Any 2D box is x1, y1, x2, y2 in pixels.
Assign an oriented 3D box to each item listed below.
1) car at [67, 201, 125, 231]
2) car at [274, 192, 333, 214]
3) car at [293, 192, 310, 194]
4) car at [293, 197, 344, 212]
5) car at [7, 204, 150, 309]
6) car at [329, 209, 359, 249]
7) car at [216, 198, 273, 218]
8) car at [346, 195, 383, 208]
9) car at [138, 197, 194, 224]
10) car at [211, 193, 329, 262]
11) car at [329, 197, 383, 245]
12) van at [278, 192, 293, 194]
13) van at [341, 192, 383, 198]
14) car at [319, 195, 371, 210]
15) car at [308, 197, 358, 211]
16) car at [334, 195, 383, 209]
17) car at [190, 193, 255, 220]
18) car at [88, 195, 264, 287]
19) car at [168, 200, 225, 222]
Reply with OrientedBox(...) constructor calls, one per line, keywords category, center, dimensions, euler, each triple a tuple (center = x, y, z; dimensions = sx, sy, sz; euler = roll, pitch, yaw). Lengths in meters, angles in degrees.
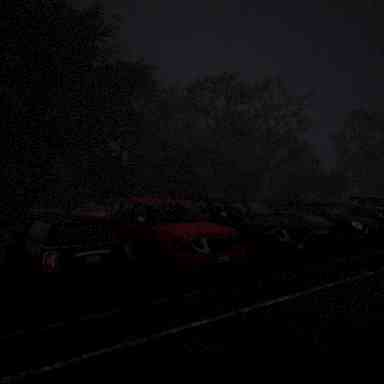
OrientedBox(category="car", center=(-6.435, 1.436, 21.776), dimensions=(1.946, 1.575, 5.366), euler=(0, 0, -36))
OrientedBox(category="car", center=(11.534, 1.070, 34.823), dimensions=(2.435, 2.045, 5.566), euler=(-1, 0, -36))
OrientedBox(category="car", center=(9.242, 1.089, 33.253), dimensions=(2.435, 2.045, 5.566), euler=(0, 0, -36))
OrientedBox(category="car", center=(13.759, 1.330, 36.485), dimensions=(2.163, 1.488, 4.792), euler=(-1, 0, -36))
OrientedBox(category="car", center=(-3.151, 1.339, 8.233), dimensions=(2.185, 1.767, 4.553), euler=(0, 0, -36))
OrientedBox(category="car", center=(3.673, 1.462, 13.149), dimensions=(2.002, 1.452, 4.674), euler=(0, 0, -36))
OrientedBox(category="car", center=(4.637, 1.366, 30.153), dimensions=(1.946, 1.575, 5.366), euler=(0, 0, -36))
OrientedBox(category="car", center=(22.815, 1.184, 42.920), dimensions=(2.231, 1.521, 4.892), euler=(-1, 1, -36))
OrientedBox(category="car", center=(-2.047, 1.286, 25.181), dimensions=(2.185, 1.767, 4.553), euler=(0, 0, -36))
OrientedBox(category="car", center=(1.407, 1.185, 11.496), dimensions=(2.435, 2.045, 5.566), euler=(0, 0, -36))
OrientedBox(category="car", center=(5.933, 1.282, 14.807), dimensions=(2.185, 1.767, 4.553), euler=(0, 0, -36))
OrientedBox(category="van", center=(6.933, 1.129, 31.710), dimensions=(1.878, 1.987, 4.442), euler=(0, 0, -36))
OrientedBox(category="van", center=(10.443, 1.154, 18.138), dimensions=(1.878, 1.987, 4.442), euler=(0, 0, -36))
OrientedBox(category="car", center=(18.186, 1.244, 39.843), dimensions=(1.946, 1.575, 5.366), euler=(-1, 0, -36))
OrientedBox(category="car", center=(16.057, 1.308, 38.057), dimensions=(2.163, 1.488, 4.792), euler=(-1, 0, -36))
OrientedBox(category="car", center=(20.555, 1.216, 41.305), dimensions=(2.097, 1.535, 5.008), euler=(-1, 0, -36))
OrientedBox(category="car", center=(2.470, 1.132, 28.409), dimensions=(2.435, 2.045, 5.566), euler=(0, 0, -36))
OrientedBox(category="car", center=(-0.873, 1.199, 9.865), dimensions=(2.435, 2.045, 5.566), euler=(0, 0, -36))
OrientedBox(category="car", center=(0.247, 1.427, 26.748), dimensions=(2.163, 1.488, 4.792), euler=(0, 0, -36))
